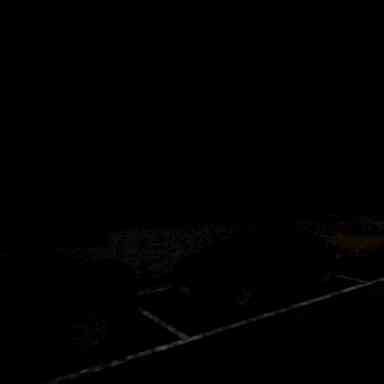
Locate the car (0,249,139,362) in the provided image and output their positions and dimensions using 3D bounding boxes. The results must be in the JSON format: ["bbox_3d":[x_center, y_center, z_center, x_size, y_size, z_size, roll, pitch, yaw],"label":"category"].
[{"bbox_3d":[-2.950,1.545,4.545,4.507,1.381,1.887,0,0,-36],"label":"car"}]

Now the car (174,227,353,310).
[{"bbox_3d":[1.638,1.572,7.820,4.313,1.339,1.947,0,0,-36],"label":"car"}]

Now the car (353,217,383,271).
[{"bbox_3d":[6.087,1.539,10.995,4.829,1.417,1.752,0,0,-36],"label":"car"}]
